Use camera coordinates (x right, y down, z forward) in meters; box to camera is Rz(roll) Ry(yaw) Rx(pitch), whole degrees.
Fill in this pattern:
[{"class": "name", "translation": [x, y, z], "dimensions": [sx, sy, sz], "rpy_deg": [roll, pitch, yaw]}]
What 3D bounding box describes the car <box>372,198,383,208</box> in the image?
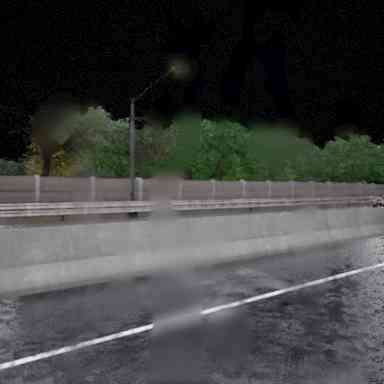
[{"class": "car", "translation": [25.478, 1.452, 43.644], "dimensions": [4.181, 1.385, 1.994], "rpy_deg": [0, 0, -35]}]
